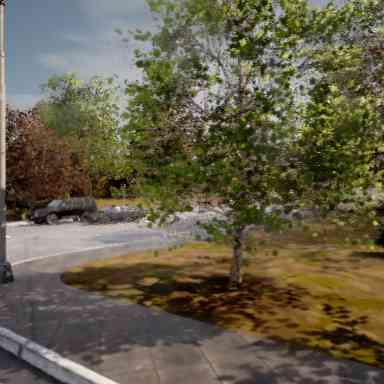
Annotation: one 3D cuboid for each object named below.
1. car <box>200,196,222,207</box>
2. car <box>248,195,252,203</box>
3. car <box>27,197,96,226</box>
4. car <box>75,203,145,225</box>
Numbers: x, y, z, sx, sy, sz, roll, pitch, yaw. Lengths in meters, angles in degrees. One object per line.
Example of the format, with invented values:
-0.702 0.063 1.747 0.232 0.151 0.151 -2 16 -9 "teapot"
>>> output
3.052 1.176 44.115 1.895 1.301 4.718 -1 2 38 "car"
7.433 0.750 44.043 2.097 1.767 4.553 -1 2 38 "car"
-10.266 1.487 26.941 2.150 2.045 5.566 -1 1 38 "car"
-6.167 1.739 26.511 2.033 1.411 5.357 -1 0 38 "car"
